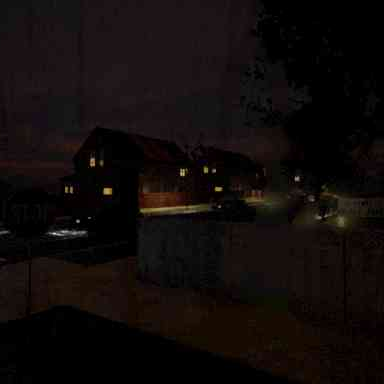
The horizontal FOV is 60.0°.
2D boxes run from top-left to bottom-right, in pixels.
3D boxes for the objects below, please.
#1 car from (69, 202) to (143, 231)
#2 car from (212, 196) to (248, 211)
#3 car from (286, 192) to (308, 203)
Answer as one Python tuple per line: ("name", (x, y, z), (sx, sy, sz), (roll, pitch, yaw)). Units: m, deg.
("car", (-4.742, 1.306, 18.811), (1.994, 1.385, 4.181), (2, 2, 35))
("car", (3.557, 1.087, 30.605), (1.994, 1.385, 4.181), (2, 2, 35))
("car", (14.676, 0.741, 46.243), (2.128, 1.511, 4.902), (2, 2, 35))
